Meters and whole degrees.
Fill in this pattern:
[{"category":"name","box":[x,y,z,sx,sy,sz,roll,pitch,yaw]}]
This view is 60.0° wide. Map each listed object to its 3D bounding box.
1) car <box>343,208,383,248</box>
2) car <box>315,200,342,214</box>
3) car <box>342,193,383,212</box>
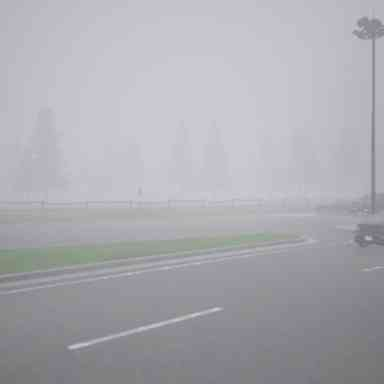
[{"category":"car","box":[8.388,1.498,13.231,4.674,1.442,1.812,0,0,-30]},{"category":"car","box":[15.000,1.530,34.335,4.718,1.301,1.895,0,0,-29]},{"category":"car","box":[17.236,1.156,31.567,5.566,2.045,2.150,0,0,-29]}]
